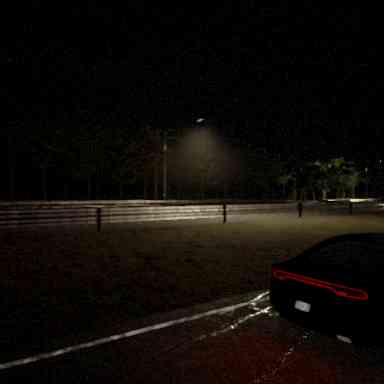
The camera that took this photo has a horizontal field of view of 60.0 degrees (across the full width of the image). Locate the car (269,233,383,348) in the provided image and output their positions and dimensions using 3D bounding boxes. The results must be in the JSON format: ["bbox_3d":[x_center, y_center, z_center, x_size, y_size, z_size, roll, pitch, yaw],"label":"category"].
[{"bbox_3d":[3.636,1.524,6.246,5.008,1.535,1.882,0,0,-35],"label":"car"}]
